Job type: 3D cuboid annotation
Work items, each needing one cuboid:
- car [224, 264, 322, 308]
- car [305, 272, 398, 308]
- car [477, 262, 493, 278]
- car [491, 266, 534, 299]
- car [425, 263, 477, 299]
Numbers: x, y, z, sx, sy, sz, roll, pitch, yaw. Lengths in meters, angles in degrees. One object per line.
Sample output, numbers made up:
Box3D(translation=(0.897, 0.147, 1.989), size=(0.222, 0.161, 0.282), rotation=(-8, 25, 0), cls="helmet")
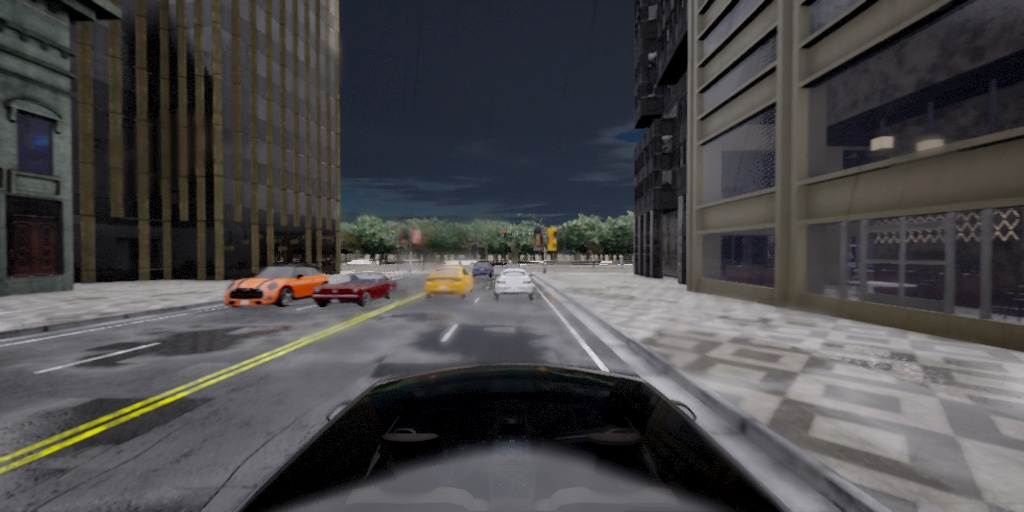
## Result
Box3D(translation=(-9.843, 1.146, 15.455), size=(2.097, 1.767, 4.553), rotation=(0, 0, 0), cls="car")
Box3D(translation=(-6.594, 1.395, 15.583), size=(1.895, 1.301, 4.718), rotation=(0, 0, 0), cls="car")
Box3D(translation=(-3.139, 1.423, 39.652), size=(2.097, 1.767, 4.553), rotation=(0, -1, 0), cls="car")
Box3D(translation=(0.104, 1.341, 18.245), size=(1.812, 1.442, 4.674), rotation=(0, -1, 0), cls="car")
Box3D(translation=(-3.145, 1.298, 18.784), size=(1.882, 1.535, 5.008), rotation=(0, -1, 0), cls="car")
